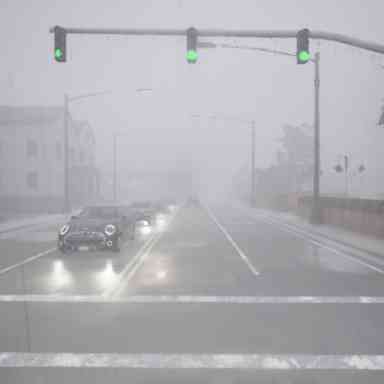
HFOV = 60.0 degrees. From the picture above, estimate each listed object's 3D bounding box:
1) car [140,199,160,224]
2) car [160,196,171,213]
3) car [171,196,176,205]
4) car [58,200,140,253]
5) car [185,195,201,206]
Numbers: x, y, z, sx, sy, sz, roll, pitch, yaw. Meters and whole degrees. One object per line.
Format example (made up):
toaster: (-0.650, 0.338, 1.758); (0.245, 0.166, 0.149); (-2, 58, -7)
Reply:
car: (-3.581, 1.350, 23.362); (1.837, 1.490, 4.892); (0, 0, 0)
car: (-3.541, 1.364, 33.628); (1.895, 1.301, 4.718); (0, 0, 0)
car: (-3.475, 1.240, 49.507); (1.895, 1.301, 4.718); (0, 0, 0)
car: (-3.594, 1.278, 13.308); (2.097, 1.767, 4.553); (0, 0, 0)
car: (0.118, 1.170, 45.782); (1.837, 1.490, 4.892); (0, 0, 0)
